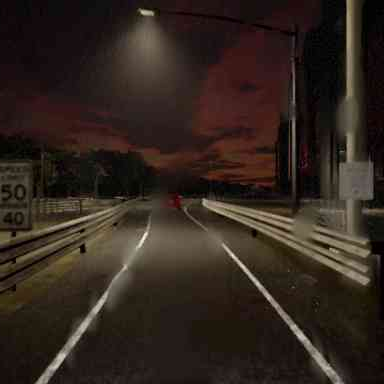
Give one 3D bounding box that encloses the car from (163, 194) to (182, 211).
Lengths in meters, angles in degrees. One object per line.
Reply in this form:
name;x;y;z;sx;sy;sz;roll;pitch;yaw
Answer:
car;-2.507;1.281;42.175;2.150;2.045;5.566;0;0;-1
